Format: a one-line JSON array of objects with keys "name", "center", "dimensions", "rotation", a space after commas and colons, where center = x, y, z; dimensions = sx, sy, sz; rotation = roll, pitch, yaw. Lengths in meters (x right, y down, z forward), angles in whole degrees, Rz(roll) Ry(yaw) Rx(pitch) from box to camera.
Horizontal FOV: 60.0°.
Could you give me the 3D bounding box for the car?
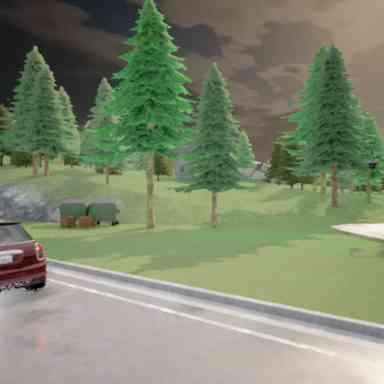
[{"name": "car", "center": [-5.495, 1.397, 7.922], "dimensions": [4.553, 1.767, 2.097], "rotation": [0, 0, 36]}]
